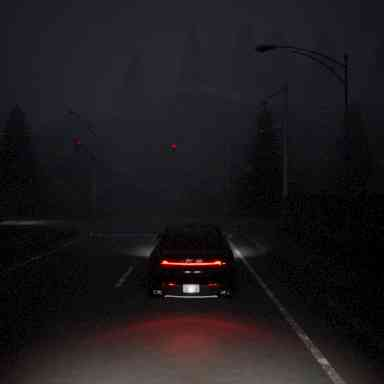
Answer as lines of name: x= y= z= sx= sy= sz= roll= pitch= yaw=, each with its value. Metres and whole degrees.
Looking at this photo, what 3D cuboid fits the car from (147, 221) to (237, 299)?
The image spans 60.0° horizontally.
car: x=0.026 y=1.505 z=8.458 sx=1.837 sy=1.490 sz=4.892 roll=0 pitch=0 yaw=1
